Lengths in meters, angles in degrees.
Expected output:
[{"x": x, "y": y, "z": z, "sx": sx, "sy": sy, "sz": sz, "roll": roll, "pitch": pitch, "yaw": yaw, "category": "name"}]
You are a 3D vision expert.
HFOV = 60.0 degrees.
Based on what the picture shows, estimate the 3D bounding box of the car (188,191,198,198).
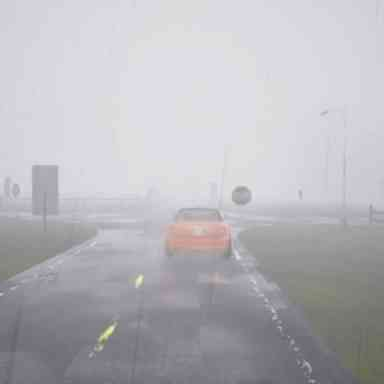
[{"x": 0.227, "y": 0.557, "z": 81.527, "sx": 1.837, "sy": 1.490, "sz": 4.892, "roll": 0, "pitch": 1, "yaw": -5, "category": "car"}]

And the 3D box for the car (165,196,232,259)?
[{"x": 0.318, "y": 1.213, "z": 12.218, "sx": 2.097, "sy": 1.767, "sz": 4.553, "roll": 0, "pitch": 1, "yaw": 4, "category": "car"}]

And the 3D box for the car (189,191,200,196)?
[{"x": 0.777, "y": 0.744, "z": 70.995, "sx": 2.033, "sy": 1.411, "sz": 5.357, "roll": 0, "pitch": 1, "yaw": -1, "category": "car"}]
